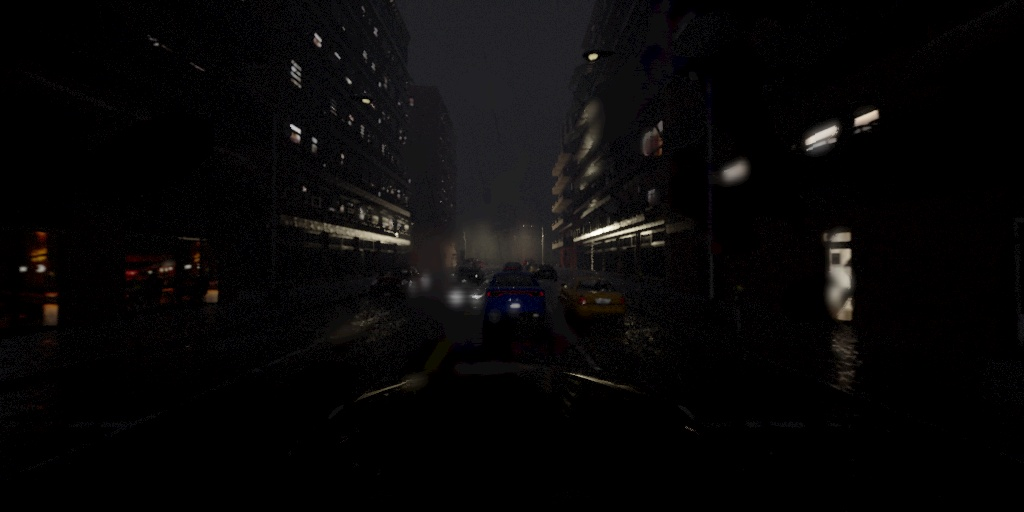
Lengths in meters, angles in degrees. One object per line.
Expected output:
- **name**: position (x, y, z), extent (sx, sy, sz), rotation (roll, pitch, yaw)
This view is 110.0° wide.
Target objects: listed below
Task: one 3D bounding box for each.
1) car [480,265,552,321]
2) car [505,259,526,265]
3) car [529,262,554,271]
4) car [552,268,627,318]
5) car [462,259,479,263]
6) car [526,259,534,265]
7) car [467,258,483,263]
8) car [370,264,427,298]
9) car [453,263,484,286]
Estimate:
- **car**: position (0.066, 1.259, 12.587), extent (1.882, 1.535, 5.008), rotation (0, 0, -1)
- **car**: position (0.098, 1.326, 35.046), extent (1.882, 1.535, 5.008), rotation (0, 0, 0)
- **car**: position (2.760, 1.399, 30.149), extent (1.948, 1.339, 4.313), rotation (0, 0, 0)
- **car**: position (2.699, 1.308, 12.973), extent (1.751, 1.417, 4.829), rotation (0, 0, 0)
- **car**: position (-5.824, 1.433, 46.243), extent (2.007, 1.370, 4.403), rotation (0, 0, 0)
- **car**: position (2.825, 1.391, 40.813), extent (1.751, 1.417, 4.829), rotation (0, 0, 0)
- **car**: position (-5.824, 1.215, 51.811), extent (2.192, 1.841, 5.009), rotation (0, 0, 0)
- **car**: position (-5.710, 1.239, 18.403), extent (1.967, 1.591, 4.097), rotation (0, 0, 0)
- **car**: position (-3.093, 1.422, 26.111), extent (1.895, 1.301, 4.718), rotation (0, 0, 0)
